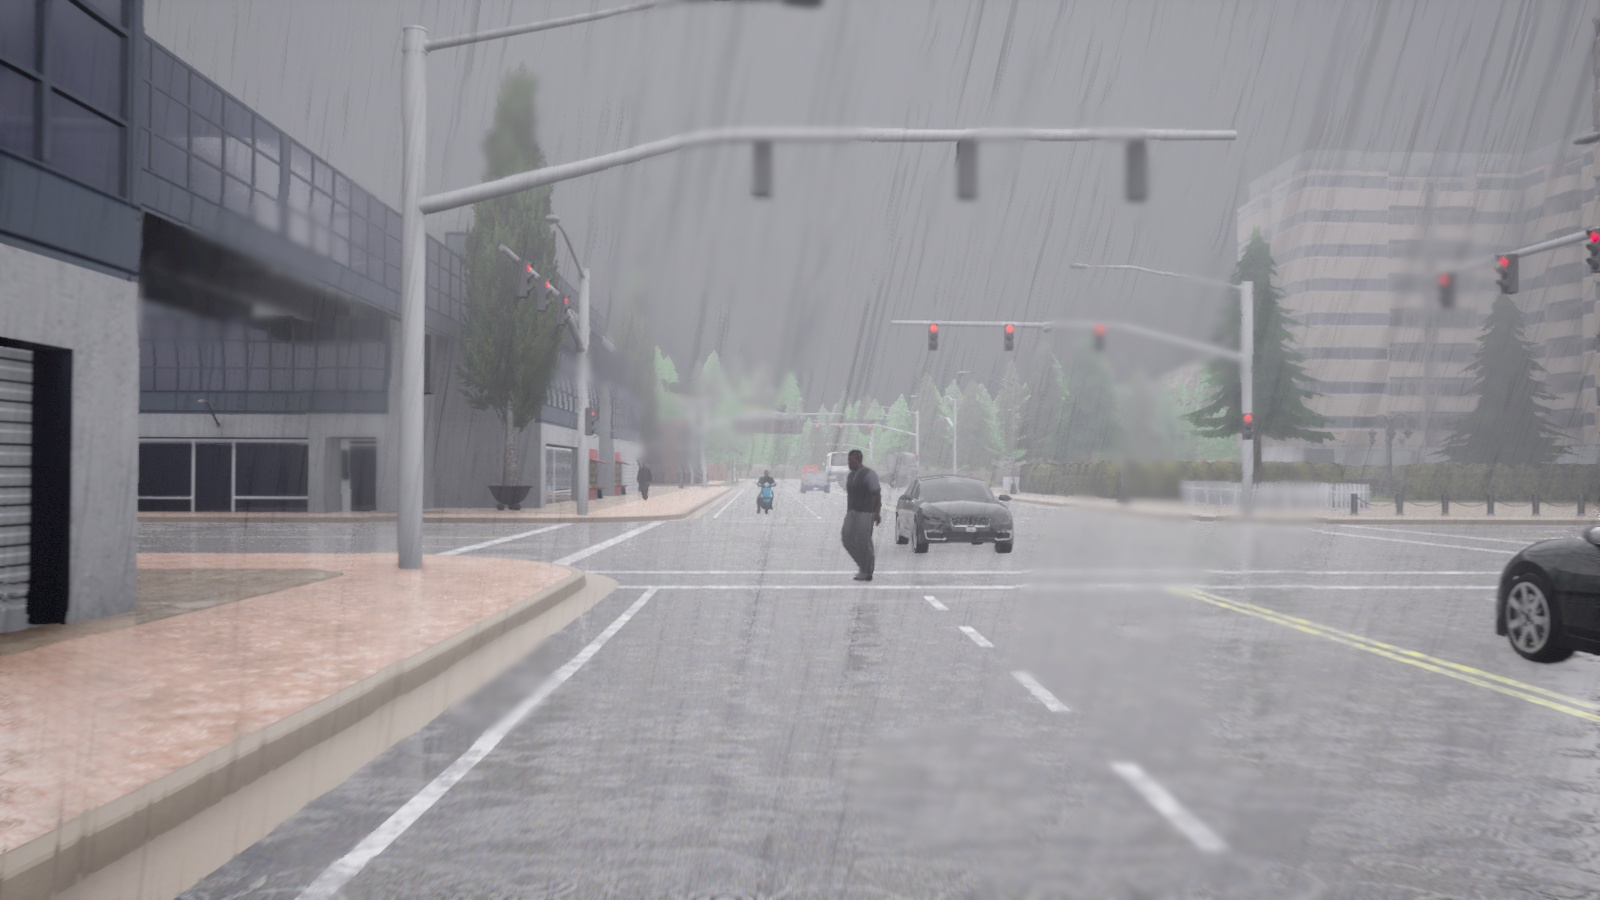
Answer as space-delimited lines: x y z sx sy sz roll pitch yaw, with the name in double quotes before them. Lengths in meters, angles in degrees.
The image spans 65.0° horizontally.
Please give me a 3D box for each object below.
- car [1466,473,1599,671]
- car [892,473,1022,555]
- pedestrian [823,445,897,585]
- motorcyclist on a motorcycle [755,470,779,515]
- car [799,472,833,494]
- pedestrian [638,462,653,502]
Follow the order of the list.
"car" 6.955 0.908 9.330 1.970 1.475 3.806 0 -1 0
"car" 3.049 1.235 25.446 1.837 1.490 4.892 0 -1 -2
"pedestrian" 0.835 0.881 17.413 0.849 1.883 0.563 0 -1 -26
"motorcyclist on a motorcycle" -1.206 1.542 45.967 0.866 1.590 1.817 0 -1 -2
"car" 1.079 2.290 88.409 2.163 1.488 4.792 0 -1 -2
"pedestrian" -7.199 1.484 58.646 0.634 1.844 0.899 0 -1 -4
